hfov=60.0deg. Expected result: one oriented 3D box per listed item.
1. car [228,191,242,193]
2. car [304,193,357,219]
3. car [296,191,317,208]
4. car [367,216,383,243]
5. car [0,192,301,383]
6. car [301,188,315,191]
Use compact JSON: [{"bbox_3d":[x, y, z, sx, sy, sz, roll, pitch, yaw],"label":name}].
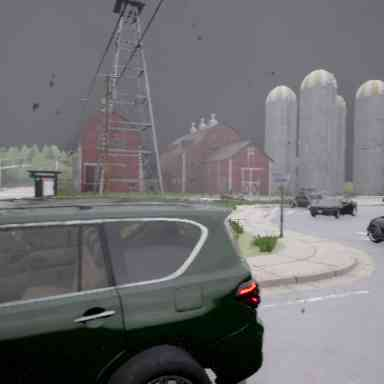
[{"bbox_3d":[5.262,0.561,43.488,1.816,1.474,4.193,0,1,-22],"label":"car"},{"bbox_3d":[10.458,1.049,24.407,1.882,1.535,5.008,2,2,44],"label":"car"},{"bbox_3d":[11.225,0.926,32.032,1.784,1.438,3.905,0,1,-22],"label":"car"},{"bbox_3d":[8.437,1.393,12.093,1.994,1.385,4.181,1,1,-9],"label":"car"},{"bbox_3d":[-2.030,1.108,2.921,5.566,2.045,2.150,-1,2,-23],"label":"car"},{"bbox_3d":[17.532,0.410,49.105,1.905,1.878,3.866,0,1,-22],"label":"car"}]
